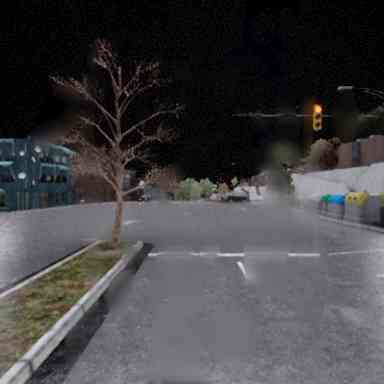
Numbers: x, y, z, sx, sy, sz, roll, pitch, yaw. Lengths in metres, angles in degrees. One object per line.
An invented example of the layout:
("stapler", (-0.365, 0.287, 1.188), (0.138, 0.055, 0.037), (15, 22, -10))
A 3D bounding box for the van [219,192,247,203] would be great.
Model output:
("van", (7.795, 0.974, 60.599), (4.442, 1.987, 1.878), (1, -1, -20))

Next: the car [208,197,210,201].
("car", (7.821, 1.793, 90.414), (5.008, 1.535, 2.097), (1, -1, -20))

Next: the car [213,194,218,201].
("car", (7.703, 1.372, 69.505), (5.366, 1.575, 1.946), (1, -1, -20))

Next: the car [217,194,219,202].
("car", (7.888, 1.301, 63.618), (4.674, 1.452, 2.002), (1, -1, -20))

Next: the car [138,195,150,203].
("car", (-9.046, 1.335, 63.141), (1.994, 1.385, 4.181), (0, -1, 0))
